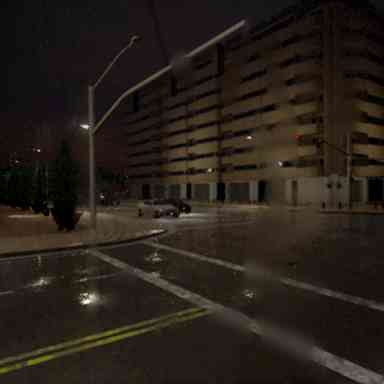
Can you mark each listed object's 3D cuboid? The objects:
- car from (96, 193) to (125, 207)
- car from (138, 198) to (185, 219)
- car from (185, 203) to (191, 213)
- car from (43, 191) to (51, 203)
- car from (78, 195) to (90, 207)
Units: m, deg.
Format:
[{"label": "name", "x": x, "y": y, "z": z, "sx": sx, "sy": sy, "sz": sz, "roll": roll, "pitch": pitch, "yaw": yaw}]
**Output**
[{"label": "car", "x": -11.202, "y": 1.205, "z": 44.341, "sx": 2.128, "sy": 1.511, "sz": 4.902, "roll": -1, "pitch": 1, "yaw": -35}, {"label": "car", "x": -2.752, "y": 1.291, "z": 26.268, "sx": 1.812, "sy": 1.442, "sz": 4.674, "roll": -1, "pitch": 1, "yaw": -33}, {"label": "car", "x": -1.861, "y": 1.279, "z": 31.089, "sx": 1.994, "sy": 1.385, "sz": 4.181, "roll": -1, "pitch": 1, "yaw": -35}, {"label": "car", "x": -24.238, "y": 0.792, "z": 56.904, "sx": 2.150, "sy": 2.045, "sz": 5.566, "roll": -1, "pitch": 1, "yaw": -35}, {"label": "car", "x": -14.686, "y": 1.363, "z": 43.210, "sx": 1.895, "sy": 1.301, "sz": 4.718, "roll": -1, "pitch": 1, "yaw": -35}]
